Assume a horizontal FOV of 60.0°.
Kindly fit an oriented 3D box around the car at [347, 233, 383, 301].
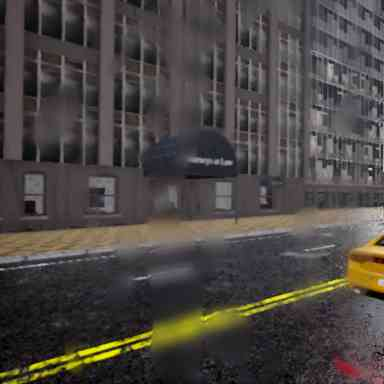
[{"bbox_3d":[5.438,1.453,7.298,5.008,1.535,1.882,0,0,-35],"label":"car"}]
